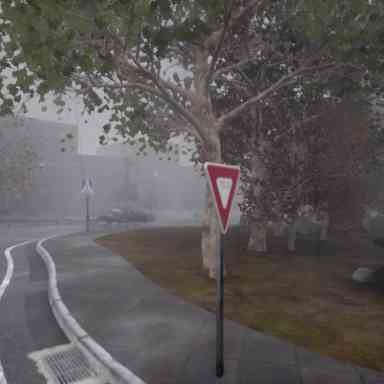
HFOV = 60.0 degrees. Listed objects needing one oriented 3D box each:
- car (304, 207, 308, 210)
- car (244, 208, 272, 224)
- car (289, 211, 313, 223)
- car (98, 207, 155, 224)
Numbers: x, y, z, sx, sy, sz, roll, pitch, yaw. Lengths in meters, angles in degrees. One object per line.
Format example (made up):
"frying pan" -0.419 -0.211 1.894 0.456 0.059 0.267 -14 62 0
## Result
"car" 25.969 4.602 77.726 2.435 2.045 5.566 0 -2 42
"car" 8.821 2.957 40.850 2.150 2.045 5.566 0 -4 41
"car" 16.186 3.843 49.257 1.882 1.535 5.008 0 -2 41
"car" -5.545 2.039 28.844 2.033 1.411 5.357 0 -4 37
